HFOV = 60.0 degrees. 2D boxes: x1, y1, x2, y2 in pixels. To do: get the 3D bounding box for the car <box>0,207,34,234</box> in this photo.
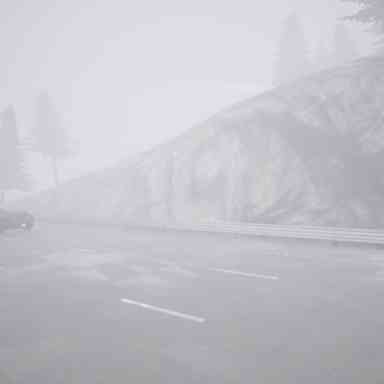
[{"bbox_3d":[-11.803,1.696,20.620,4.892,1.490,1.837,-1,-1,33],"label":"car"}]
